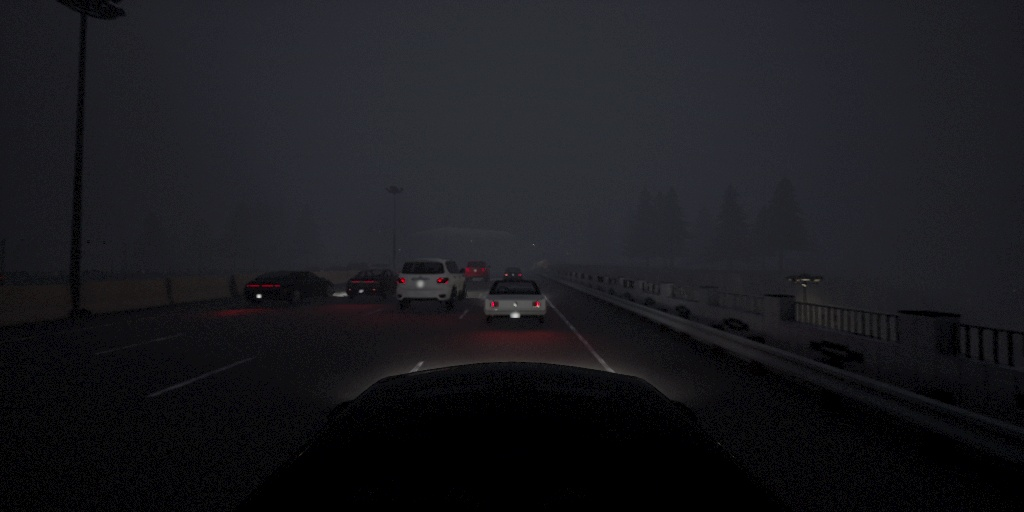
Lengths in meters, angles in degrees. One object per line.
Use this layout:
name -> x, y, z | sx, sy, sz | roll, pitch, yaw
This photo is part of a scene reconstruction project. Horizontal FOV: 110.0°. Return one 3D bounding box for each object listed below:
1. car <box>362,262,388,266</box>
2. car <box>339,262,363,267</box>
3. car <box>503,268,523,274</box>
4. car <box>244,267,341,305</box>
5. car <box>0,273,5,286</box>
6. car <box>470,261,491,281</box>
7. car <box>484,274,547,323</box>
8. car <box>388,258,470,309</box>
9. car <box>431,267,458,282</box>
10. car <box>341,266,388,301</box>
car -> -21.008, 2.152, 56.595 | 2.150, 2.045, 5.566 | 0, -2, 0
car -> -24.508, 2.003, 56.598 | 2.150, 2.045, 5.566 | 0, -2, 0
car -> 0.095, 1.808, 34.470 | 2.033, 1.411, 5.357 | 0, -1, 0
car -> -10.403, 1.433, 17.166 | 1.837, 1.490, 4.892 | 0, -1, 0
car -> -24.603, 1.110, 14.198 | 2.150, 2.045, 5.566 | 0, -1, 0
car -> -3.406, 1.520, 36.016 | 2.150, 2.045, 5.566 | 0, -2, 0
car -> 0.099, 1.472, 12.681 | 1.895, 1.301, 4.718 | 0, -1, 0
car -> -3.403, 1.134, 16.006 | 2.150, 2.045, 5.566 | 0, -1, 0
car -> -6.905, 1.897, 37.299 | 1.994, 1.385, 4.181 | 0, -1, 0
car -> -6.903, 1.443, 18.854 | 2.128, 1.511, 4.902 | 0, -1, 0
